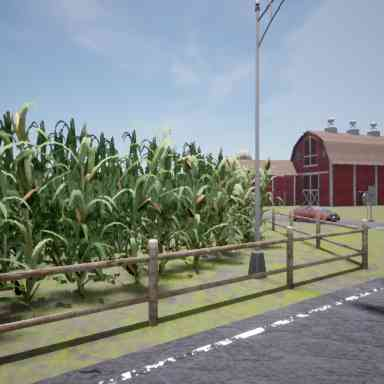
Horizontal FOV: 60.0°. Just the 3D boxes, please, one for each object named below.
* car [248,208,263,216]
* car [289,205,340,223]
[{"bbox_3d":[5.559,2.002,35.521,1.895,1.301,4.718,1,-1,-27],"label":"car"},{"bbox_3d":[10.015,1.813,27.496,1.994,1.385,4.181,1,-1,-29],"label":"car"}]
